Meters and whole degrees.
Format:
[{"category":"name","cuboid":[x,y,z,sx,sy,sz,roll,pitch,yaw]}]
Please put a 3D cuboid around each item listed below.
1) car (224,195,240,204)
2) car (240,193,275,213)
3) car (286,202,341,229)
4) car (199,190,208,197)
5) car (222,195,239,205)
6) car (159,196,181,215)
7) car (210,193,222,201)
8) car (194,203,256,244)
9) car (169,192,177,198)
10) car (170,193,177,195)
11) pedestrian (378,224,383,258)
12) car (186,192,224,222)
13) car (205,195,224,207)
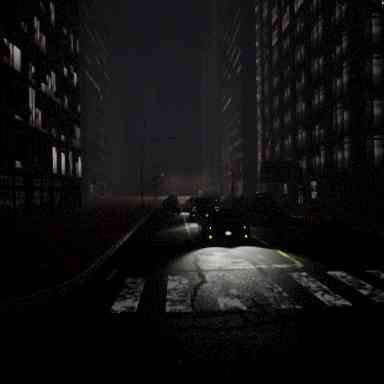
[{"category":"car","cuboid":[5.764,1.108,42.659,1.887,1.381,4.507,0,1,-3]},{"category":"car","cuboid":[6.332,0.974,31.389,2.192,1.841,5.009,0,1,-3]},{"category":"car","cuboid":[6.901,1.286,19.456,1.752,1.417,4.829,0,1,-3]},{"category":"car","cuboid":[3.192,0.431,93.363,2.192,1.841,5.009,0,1,-3]},{"category":"car","cuboid":[5.478,1.096,48.293,1.802,1.307,4.206,0,1,-3]},{"category":"car","cuboid":[-2.032,1.367,30.926,1.947,1.339,4.313,0,1,-3]},{"category":"car","cuboid":[4.621,0.911,65.195,1.887,1.381,4.507,0,1,-3]},{"category":"car","cuboid":[1.348,1.454,15.243,1.994,1.385,4.181,-1,1,-3]},{"category":"car","cuboid":[-4.889,0.749,87.279,1.967,1.590,4.097,0,1,-3]},{"category":"car","cuboid":[-2.889,1.238,47.832,1.802,1.307,4.206,0,1,-3]},{"category":"pedestrian","cuboid":[6.045,1.532,10.328,0.500,1.100,0.500,0,0,-3]},{"category":"car","cuboid":[0.862,1.163,24.792,2.097,1.767,4.553,-1,1,-3]},{"category":"car","cuboid":[3.016,1.129,45.519,2.033,1.411,5.357,-1,1,-3]}]
